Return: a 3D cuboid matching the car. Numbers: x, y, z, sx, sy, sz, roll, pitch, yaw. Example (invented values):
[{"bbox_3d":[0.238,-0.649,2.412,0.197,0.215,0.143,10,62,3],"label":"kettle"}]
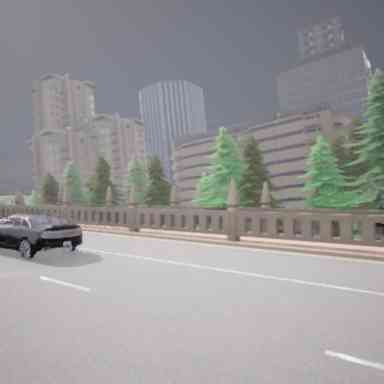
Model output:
[{"bbox_3d":[-6.224,1.548,12.730,4.902,1.511,2.128,0,0,35],"label":"car"}]
